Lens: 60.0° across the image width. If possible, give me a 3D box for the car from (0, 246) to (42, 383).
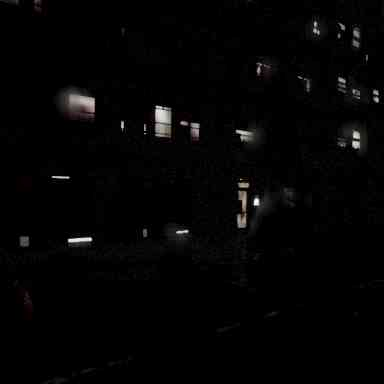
[{"bbox_3d":[-4.021,1.440,3.691,4.097,1.590,1.967,0,0,-35],"label":"car"}]
